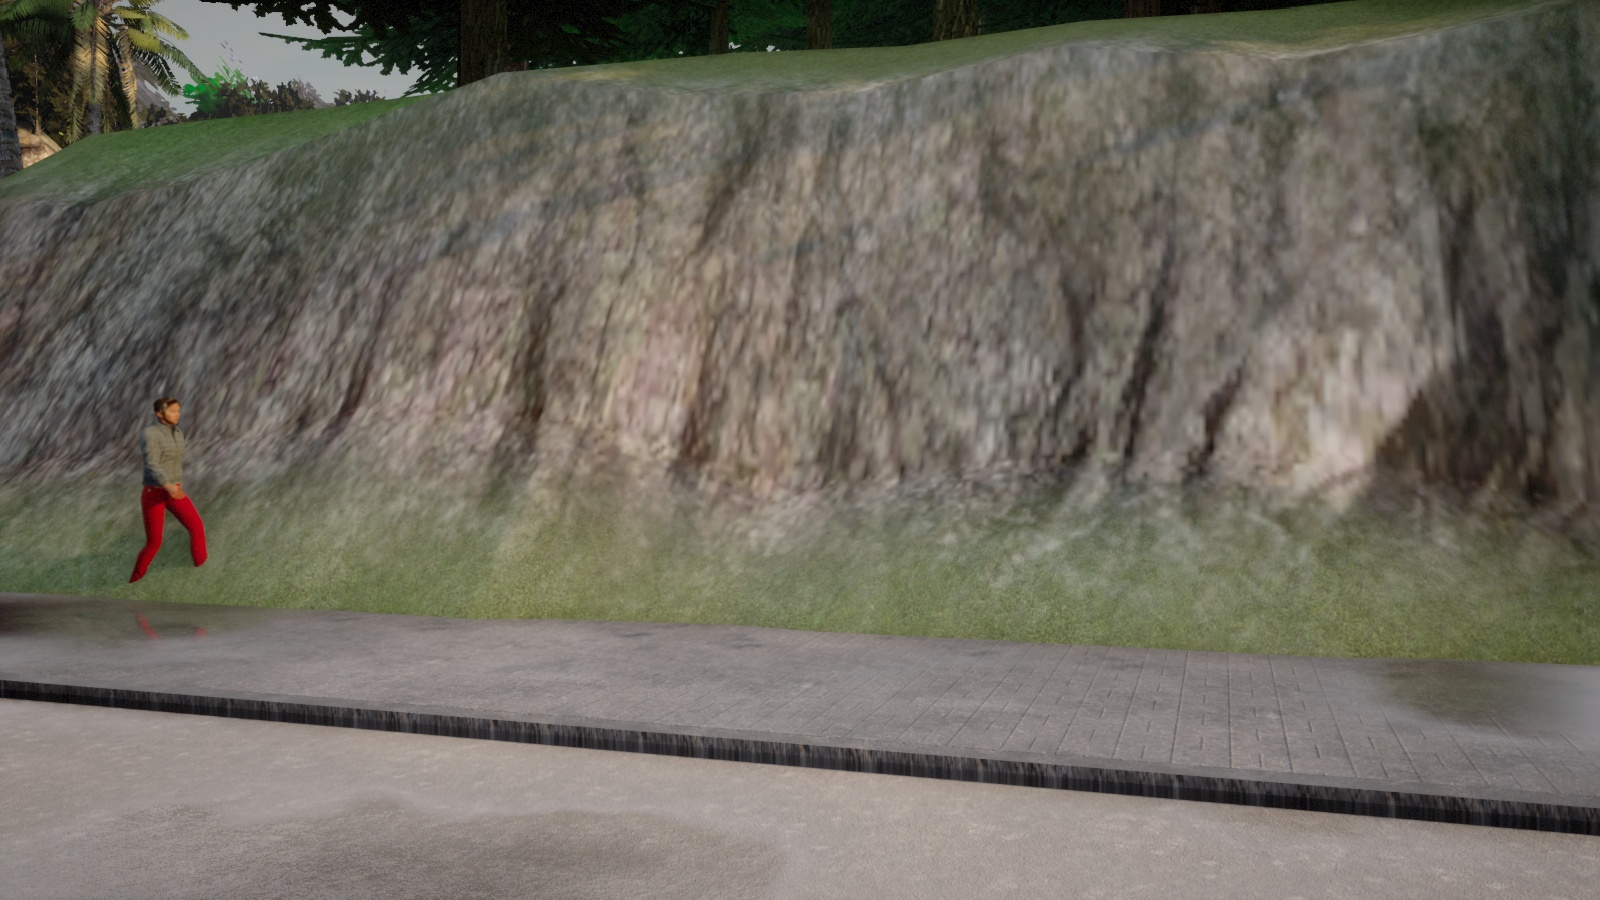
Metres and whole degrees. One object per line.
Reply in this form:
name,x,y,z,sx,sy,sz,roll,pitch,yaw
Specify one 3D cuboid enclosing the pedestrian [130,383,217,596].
pedestrian,-5.560,0.337,11.142,0.614,1.847,0.353,1,1,19
